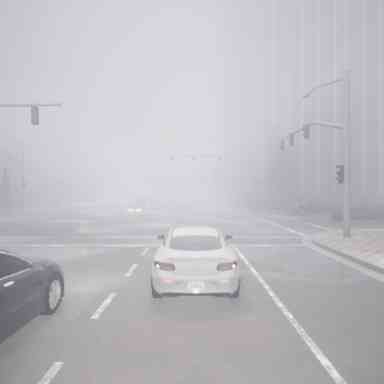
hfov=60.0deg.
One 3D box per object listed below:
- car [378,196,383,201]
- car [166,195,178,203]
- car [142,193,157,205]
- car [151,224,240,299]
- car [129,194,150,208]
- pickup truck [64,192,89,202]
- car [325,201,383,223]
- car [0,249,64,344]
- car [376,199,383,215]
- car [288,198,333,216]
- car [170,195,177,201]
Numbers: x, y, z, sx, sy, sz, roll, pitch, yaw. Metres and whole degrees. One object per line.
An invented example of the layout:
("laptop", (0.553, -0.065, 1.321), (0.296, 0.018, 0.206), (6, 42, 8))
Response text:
("car", (17.708, 1.221, 28.962), (5.566, 2.045, 2.150), (0, 0, 0))
("car", (-4.489, 1.544, 70.581), (2.033, 1.411, 5.357), (0, 0, -1))
("car", (-7.949, 1.221, 57.775), (2.150, 2.045, 5.566), (0, 0, -1))
("car", (0.077, 1.526, 8.330), (1.812, 1.442, 4.674), (0, 0, 0))
("car", (-7.825, 1.491, 47.883), (2.128, 1.511, 4.902), (0, 0, -1))
("pickup truck", (-24.665, 1.058, 70.172), (2.390, 2.098, 6.274), (0, 0, 30))
("car", (12.744, 1.564, 25.225), (4.181, 1.385, 1.994), (0, 0, 0))
("car", (-3.435, 1.506, 4.637), (1.837, 1.490, 4.892), (0, 0, 0))
("car", (20.994, 1.478, 32.484), (5.008, 1.535, 1.882), (0, 0, 0))
("car", (11.769, 1.352, 32.417), (4.553, 1.767, 2.097), (0, 0, 0))
("car", (-4.759, 1.524, 85.622), (1.812, 1.442, 4.674), (0, 0, -1))
